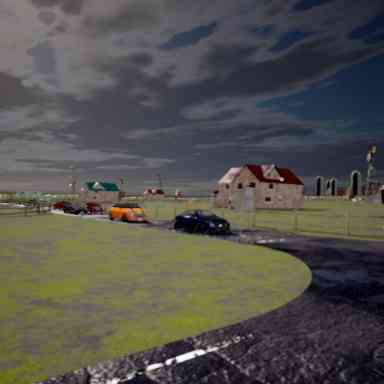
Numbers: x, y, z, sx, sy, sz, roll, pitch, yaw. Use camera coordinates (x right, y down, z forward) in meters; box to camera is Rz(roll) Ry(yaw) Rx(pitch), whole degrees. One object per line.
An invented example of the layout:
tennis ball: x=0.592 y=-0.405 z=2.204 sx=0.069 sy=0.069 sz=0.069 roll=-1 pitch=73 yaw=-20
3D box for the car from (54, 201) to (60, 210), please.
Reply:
car: x=-22.859 y=2.355 z=58.429 sx=1.882 sy=1.535 sz=5.008 roll=2 pitch=-2 yaw=-36

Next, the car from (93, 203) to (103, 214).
car: x=-13.849 y=2.215 z=46.024 sx=1.812 sy=1.442 sz=4.674 roll=2 pitch=-2 yaw=-36

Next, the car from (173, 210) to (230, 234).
car: x=0.522 y=1.831 z=21.188 sx=1.994 sy=1.385 sz=4.181 roll=2 pitch=-2 yaw=-36

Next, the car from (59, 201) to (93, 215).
car: x=-14.936 y=2.120 z=42.550 sx=2.033 sy=1.411 sz=5.357 roll=2 pitch=-2 yaw=-36

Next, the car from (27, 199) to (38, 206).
car: x=-40.089 y=2.650 z=83.638 sx=2.097 sy=1.767 sz=4.553 roll=2 pitch=-2 yaw=-36

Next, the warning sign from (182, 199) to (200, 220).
warning sign: x=-0.104 y=1.643 z=31.129 sx=1.300 sy=1.860 sz=1.060 roll=3 pitch=-2 yaw=-36

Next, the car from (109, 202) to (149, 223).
car: x=-5.682 y=1.740 z=29.767 sx=2.097 sy=1.767 sz=4.553 roll=2 pitch=-2 yaw=-36
